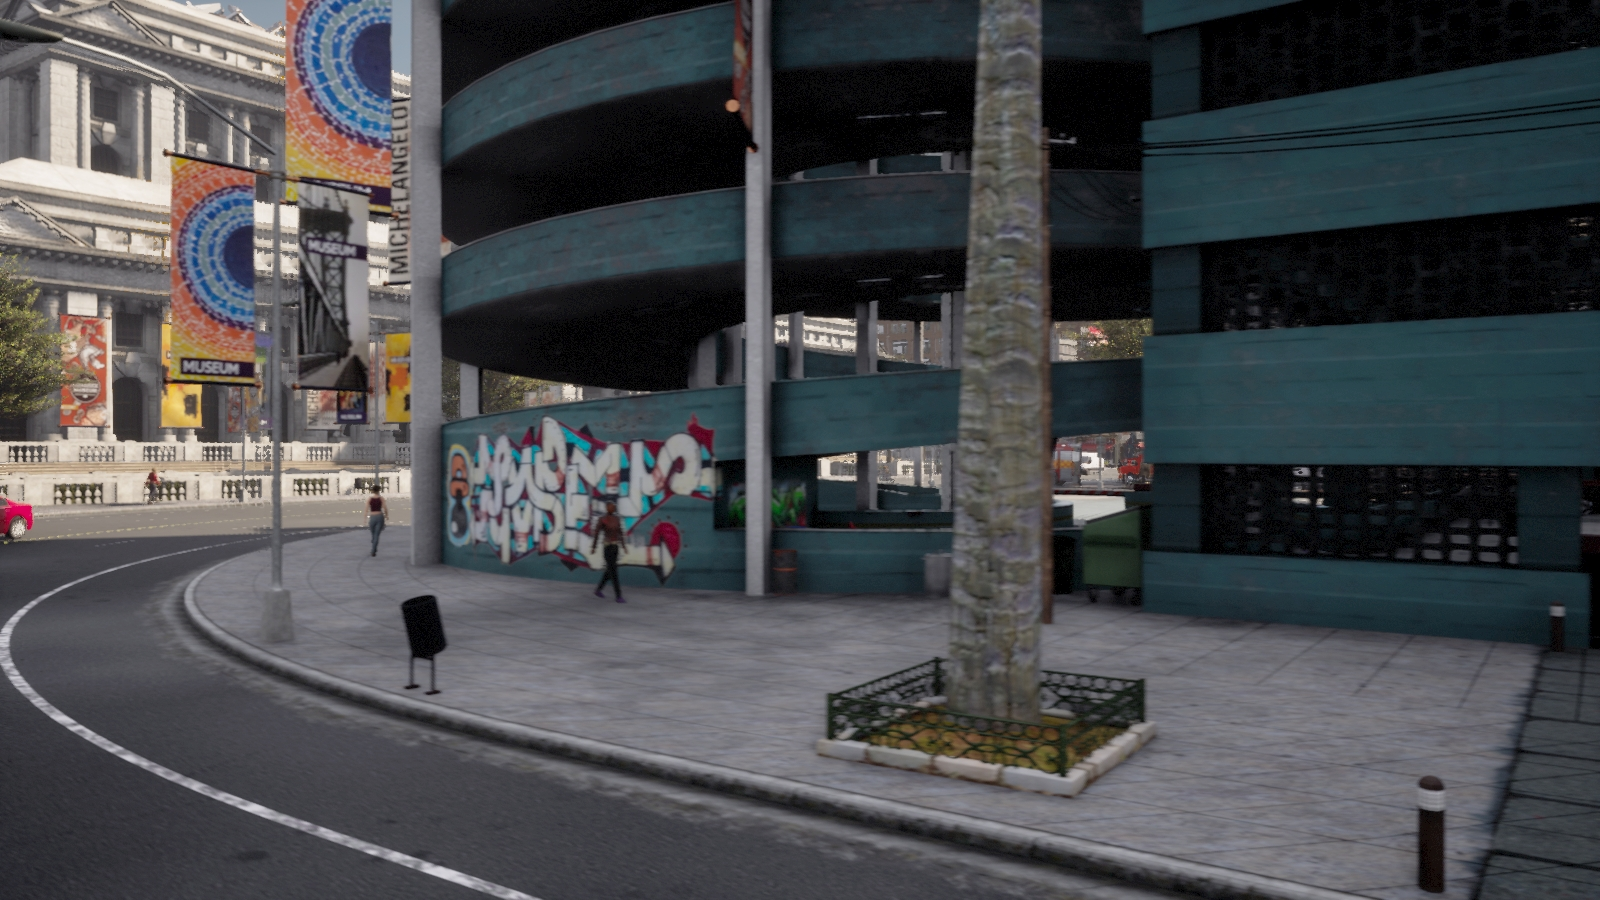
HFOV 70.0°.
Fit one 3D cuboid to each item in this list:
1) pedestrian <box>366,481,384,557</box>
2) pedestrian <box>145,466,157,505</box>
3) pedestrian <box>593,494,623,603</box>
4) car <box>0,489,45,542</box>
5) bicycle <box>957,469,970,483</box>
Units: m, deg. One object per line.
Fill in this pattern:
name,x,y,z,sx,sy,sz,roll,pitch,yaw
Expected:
pedestrian,-10.567,1.702,28.405,0.375,1.860,0.375,0,0,-13
pedestrian,-31.114,1.710,54.783,0.375,1.860,0.375,0,0,24
pedestrian,-3.349,1.700,19.949,0.375,1.860,0.375,0,0,-40
car,-25.490,2.044,34.415,2.097,1.535,5.006,0,0,2
bicycle,14.137,2.217,98.911,0.373,1.196,1.643,0,0,36
